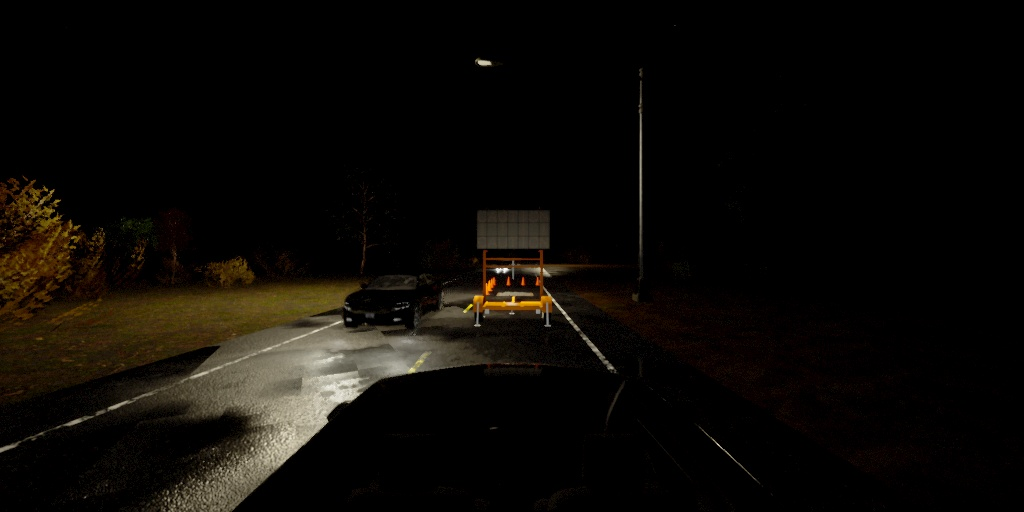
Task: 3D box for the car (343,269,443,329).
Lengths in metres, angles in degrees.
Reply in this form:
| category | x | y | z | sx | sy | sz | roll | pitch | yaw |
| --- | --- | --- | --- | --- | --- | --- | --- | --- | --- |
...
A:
| category | x | y | z | sx | sy | sz | roll | pitch | yaw |
| --- | --- | --- | --- | --- | --- | --- | --- | --- | --- |
| car | -3.529 | 1.226 | 11.467 | 1.882 | 1.535 | 5.008 | 0 | 0 | 1 |

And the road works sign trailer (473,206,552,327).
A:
| category | x | y | z | sx | sy | sz | roll | pitch | yaw |
| --- | --- | --- | --- | --- | --- | --- | --- | --- | --- |
| road works sign trailer | 0.039 | 0.213 | 11.580 | 2.380 | 3.560 | 2.880 | 0 | 0 | 1 |

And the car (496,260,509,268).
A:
| category | x | y | z | sx | sy | sz | roll | pitch | yaw |
| --- | --- | --- | --- | --- | --- | --- | --- | --- | --- |
| car | -1.546 | 1.224 | 59.163 | 2.128 | 1.511 | 4.902 | 0 | 0 | 4 |
